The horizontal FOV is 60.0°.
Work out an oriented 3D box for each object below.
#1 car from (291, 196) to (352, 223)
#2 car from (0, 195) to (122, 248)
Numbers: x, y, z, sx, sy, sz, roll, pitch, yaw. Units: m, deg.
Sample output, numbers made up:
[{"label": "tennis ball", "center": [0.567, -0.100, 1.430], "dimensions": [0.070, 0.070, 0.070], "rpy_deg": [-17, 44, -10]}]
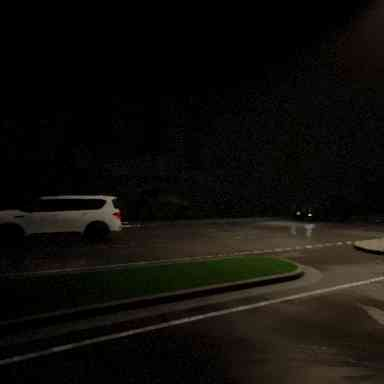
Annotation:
[{"label": "car", "center": [10.809, 1.367, 27.548], "dimensions": [5.566, 2.045, 2.150], "rpy_deg": [1, 0, -29]}, {"label": "car", "center": [-5.859, 1.145, 14.374], "dimensions": [5.566, 2.045, 2.150], "rpy_deg": [1, 0, -26]}]
